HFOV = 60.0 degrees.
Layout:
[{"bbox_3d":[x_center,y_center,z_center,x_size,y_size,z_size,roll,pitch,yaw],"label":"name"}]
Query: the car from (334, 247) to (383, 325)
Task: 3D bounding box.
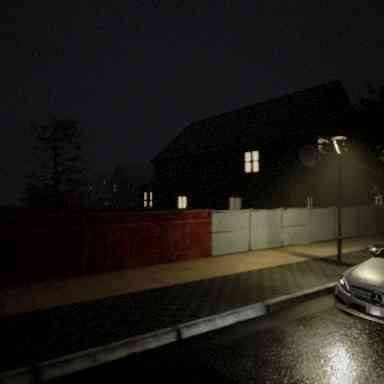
[{"bbox_3d":[4.692,1.554,6.418,4.674,1.442,1.812,0,0,-36],"label":"car"}]
